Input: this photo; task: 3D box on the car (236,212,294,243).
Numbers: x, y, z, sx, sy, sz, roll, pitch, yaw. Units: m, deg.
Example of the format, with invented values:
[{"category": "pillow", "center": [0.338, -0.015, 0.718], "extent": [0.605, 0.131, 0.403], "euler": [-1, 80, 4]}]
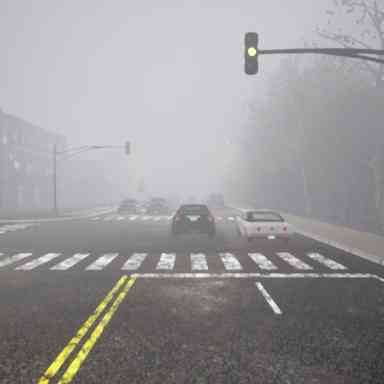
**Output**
[{"category": "car", "center": [3.319, 1.591, 16.136], "extent": [1.895, 1.301, 4.718], "euler": [0, 0, 0]}]

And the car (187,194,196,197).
[{"category": "car", "center": [-0.133, 1.476, 65.917], "extent": [1.812, 1.442, 4.674], "euler": [0, 0, 0]}]

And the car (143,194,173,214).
[{"category": "car", "center": [-3.412, 1.329, 34.141], "extent": [2.097, 1.767, 4.553], "euler": [0, 0, 0]}]

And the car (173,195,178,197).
[{"category": "car", "center": [-3.428, 1.515, 45.292], "extent": [2.033, 1.411, 5.357], "euler": [0, 0, 0]}]

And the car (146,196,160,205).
[{"category": "car", "center": [-6.679, 1.484, 57.221], "extent": [1.812, 1.442, 4.674], "euler": [0, 0, 0]}]

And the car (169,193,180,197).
[{"category": "car", "center": [-3.403, 1.178, 61.811], "extent": [2.150, 2.045, 5.566], "euler": [0, 0, 0]}]

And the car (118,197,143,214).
[{"category": "car", "center": [-6.663, 1.481, 35.682], "extent": [1.837, 1.490, 4.892], "euler": [0, 0, 0]}]

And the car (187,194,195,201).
[{"category": "car", "center": [-0.152, 1.274, 75.919], "extent": [1.837, 1.490, 4.892], "euler": [0, 0, 0]}]

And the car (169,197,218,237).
[{"category": "car", "center": [0.065, 1.341, 18.018], "extent": [2.097, 1.767, 4.553], "euler": [0, 0, 0]}]

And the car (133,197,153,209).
[{"category": "car", "center": [-6.675, 1.459, 45.843], "extent": [2.128, 1.511, 4.902], "euler": [0, 0, 0]}]

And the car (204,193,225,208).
[{"category": "car", "center": [3.259, 1.188, 46.243], "extent": [2.150, 2.045, 5.566], "euler": [0, 0, 0]}]
